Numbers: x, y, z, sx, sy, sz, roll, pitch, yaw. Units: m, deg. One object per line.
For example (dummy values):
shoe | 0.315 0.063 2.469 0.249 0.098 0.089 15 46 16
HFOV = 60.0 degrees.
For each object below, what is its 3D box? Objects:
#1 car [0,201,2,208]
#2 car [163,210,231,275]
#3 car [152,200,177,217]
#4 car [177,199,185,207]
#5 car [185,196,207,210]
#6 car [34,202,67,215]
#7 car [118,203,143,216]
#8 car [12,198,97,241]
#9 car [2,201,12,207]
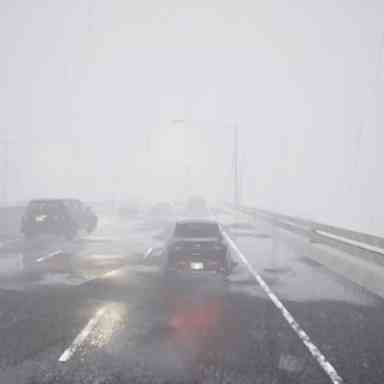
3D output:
car | -24.007 1.840 40.562 1.837 1.490 4.892 0 0 1
car | 0.143 1.577 10.682 1.837 1.490 4.892 0 0 0
car | -3.035 1.793 34.731 2.033 1.411 5.357 0 0 1
car | -2.264 2.027 61.470 1.994 1.385 4.181 0 -1 2
car | 0.607 1.515 40.785 2.150 2.045 5.566 0 0 1
car | -17.010 1.943 40.364 1.895 1.301 4.718 0 0 1
car | -6.499 1.857 35.968 1.895 1.301 4.718 0 0 1
car | -6.796 1.339 17.577 2.150 2.045 5.566 0 0 1
car | -20.508 1.696 40.509 2.097 1.767 4.553 0 0 1
